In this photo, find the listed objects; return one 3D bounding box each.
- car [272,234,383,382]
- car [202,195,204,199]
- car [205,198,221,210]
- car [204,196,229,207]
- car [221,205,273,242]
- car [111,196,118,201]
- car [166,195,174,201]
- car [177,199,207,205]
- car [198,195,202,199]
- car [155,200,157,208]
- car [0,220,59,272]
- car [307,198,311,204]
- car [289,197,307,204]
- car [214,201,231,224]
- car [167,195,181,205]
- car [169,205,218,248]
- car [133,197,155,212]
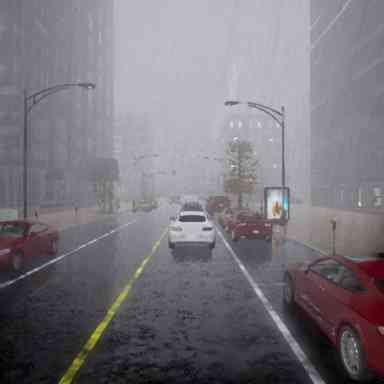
[{"bbox_3d":[2.697,1.581,5.142,1.802,1.307,4.206,1,0,0],"label":"car"},{"bbox_3d":[2.699,1.322,38.498,2.192,1.841,5.009,1,0,0],"label":"car"},{"bbox_3d":[2.697,1.553,44.058,1.887,1.381,4.507,1,0,0],"label":"car"},{"bbox_3d":[2.699,1.320,32.939,2.192,1.841,5.009,1,0,0],"label":"car"},{"bbox_3d":[2.697,1.546,16.261,1.887,1.381,4.507,1,0,0],"label":"car"},{"bbox_3d":[-17.252,1.275,68.461,4.507,1.381,1.887,1,-1,0],"label":"car"},{"bbox_3d":[-5.683,1.548,87.415,1.752,1.417,4.829,1,0,0],"label":"car"},{"bbox_3d":[0.000,1.578,29.650,1.994,1.385,4.181,0,0,0],"label":"car"},{"bbox_3d":[2.698,1.570,93.095,1.887,1.381,4.507,1,0,0],"label":"car"},{"bbox_3d":[-5.682,1.448,44.059,1.967,1.590,4.097,1,0,0],"label":"car"},{"bbox_3d":[-5.684,1.582,10.702,1.802,1.307,4.206,1,0,0],"label":"car"},{"bbox_3d":[26.257,2.017,77.137,4.829,1.417,1.752,1,-1,0],"label":"car"},{"bbox_3d":[20.847,1.765,68.784,4.097,1.590,1.967,1,-1,0],"label":"car"},{"bbox_3d":[2.698,1.528,21.990,1.752,1.417,4.829,1,0,0],"label":"car"},{"bbox_3d":[-3.000,1.418,60.681,2.097,1.767,4.553,0,0,0],"label":"car"},{"bbox_3d":[0.000,1.535,14.649,1.812,1.442,4.674,0,0,0],"label":"car"},{"bbox_3d":[-5.683,1.532,38.330,1.752,1.417,4.829,1,0,0],"label":"car"}]
